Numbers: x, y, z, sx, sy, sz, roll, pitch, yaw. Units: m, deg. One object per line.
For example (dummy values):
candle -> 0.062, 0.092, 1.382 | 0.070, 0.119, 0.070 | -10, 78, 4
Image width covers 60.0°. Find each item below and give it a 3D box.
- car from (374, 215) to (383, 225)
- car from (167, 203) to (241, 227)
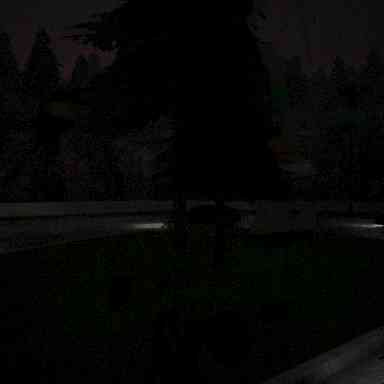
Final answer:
car -> 13.709, 1.591, 19.437 | 2.033, 1.411, 5.357 | 0, 0, -31
car -> 0.788, 1.520, 22.296 | 4.892, 1.490, 1.837 | 0, -2, -2
